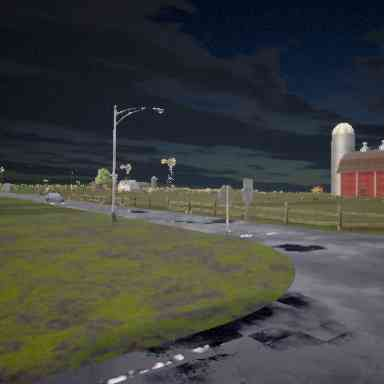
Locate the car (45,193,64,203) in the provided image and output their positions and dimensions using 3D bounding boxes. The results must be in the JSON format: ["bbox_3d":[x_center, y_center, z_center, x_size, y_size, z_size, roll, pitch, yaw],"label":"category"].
[{"bbox_3d":[-20.234,0.827,48.864,1.812,1.442,4.674,1,0,-36],"label":"car"}]
